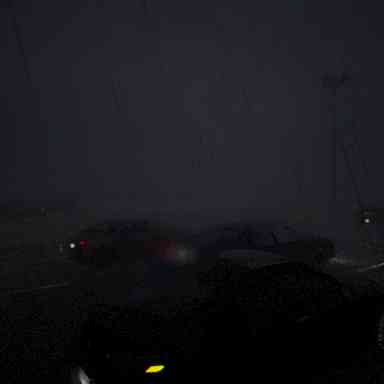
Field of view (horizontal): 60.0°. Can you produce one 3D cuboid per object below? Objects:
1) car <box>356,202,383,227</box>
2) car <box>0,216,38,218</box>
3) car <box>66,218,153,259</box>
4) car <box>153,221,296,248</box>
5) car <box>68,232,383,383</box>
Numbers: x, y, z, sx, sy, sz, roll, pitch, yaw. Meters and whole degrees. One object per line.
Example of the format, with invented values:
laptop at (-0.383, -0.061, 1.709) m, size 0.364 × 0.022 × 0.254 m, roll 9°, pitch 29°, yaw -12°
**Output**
car at (12.383, 1.444, 21.168) m, size 4.892 × 1.490 × 1.837 m, roll 0°, pitch 0°, yaw -35°
car at (-13.390, 1.342, 24.533) m, size 4.553 × 1.767 × 2.097 m, roll 0°, pitch 0°, yaw -35°
car at (-1.902, 1.551, 10.986) m, size 4.181 × 1.385 × 1.994 m, roll 0°, pitch 0°, yaw -35°
car at (1.815, 1.529, 9.336) m, size 5.357 × 1.411 × 2.033 m, roll 0°, pitch 0°, yaw -36°
car at (0.890, 1.517, 4.380) m, size 4.674 × 1.442 × 1.812 m, roll 0°, pitch 0°, yaw -35°
